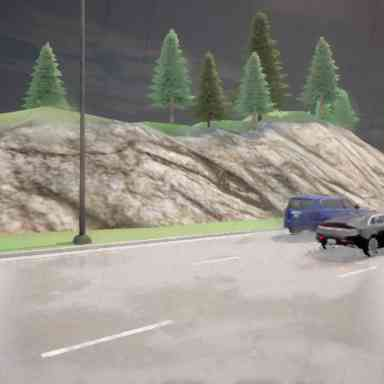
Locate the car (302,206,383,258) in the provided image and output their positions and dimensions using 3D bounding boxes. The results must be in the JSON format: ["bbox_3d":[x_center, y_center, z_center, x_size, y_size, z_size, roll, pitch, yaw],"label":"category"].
[{"bbox_3d":[6.802,1.494,12.918,4.902,1.511,2.128,0,0,-36],"label":"car"}]

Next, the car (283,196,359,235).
[{"bbox_3d":[7.181,1.228,17.494,5.566,2.045,2.150,0,0,-36],"label":"car"}]
